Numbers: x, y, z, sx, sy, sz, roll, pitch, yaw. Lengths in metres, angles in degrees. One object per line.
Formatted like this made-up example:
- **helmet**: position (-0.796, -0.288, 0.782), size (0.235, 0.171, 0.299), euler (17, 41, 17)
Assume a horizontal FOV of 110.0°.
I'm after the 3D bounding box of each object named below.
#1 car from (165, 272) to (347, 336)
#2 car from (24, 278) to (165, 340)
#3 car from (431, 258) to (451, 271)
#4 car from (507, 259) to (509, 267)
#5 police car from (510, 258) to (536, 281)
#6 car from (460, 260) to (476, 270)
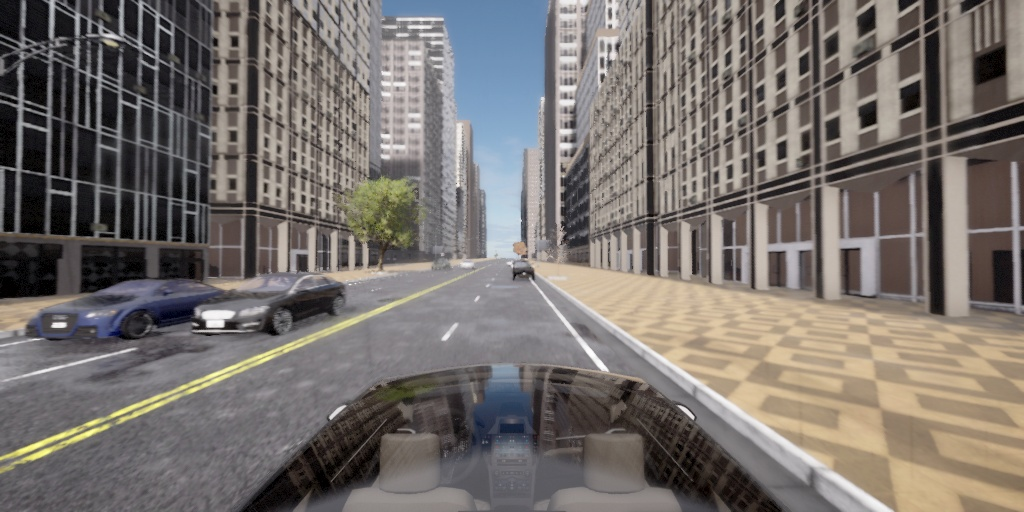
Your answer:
- **car**: position (-6.598, 1.245, 10.429), size (2.128, 1.511, 4.902), euler (0, 0, 0)
- **car**: position (-9.848, 1.317, 9.786), size (1.994, 1.385, 4.181), euler (0, 0, 0)
- **car**: position (-9.823, 1.128, 49.922), size (2.097, 1.767, 4.553), euler (0, 0, 0)
- **car**: position (-0.017, 1.403, 65.061), size (1.895, 1.301, 4.718), euler (0, 0, 0)
- **police car**: position (0.966, 1.191, 30.937), size (1.930, 1.638, 5.238), euler (0, 0, 0)
- **car**: position (-6.552, 1.305, 53.506), size (1.812, 1.442, 4.674), euler (0, 0, 1)
